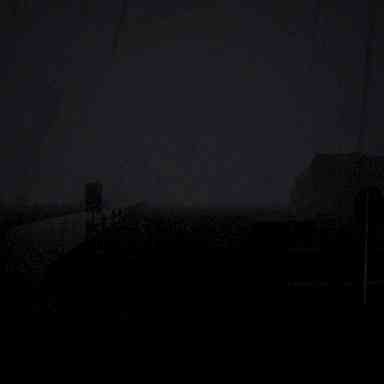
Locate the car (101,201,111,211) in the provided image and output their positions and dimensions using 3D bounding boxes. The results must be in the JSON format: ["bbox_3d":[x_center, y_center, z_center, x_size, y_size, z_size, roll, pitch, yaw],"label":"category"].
[{"bbox_3d":[-13.690,2.105,51.507,2.033,1.411,5.357,1,-1,-6],"label":"car"}]
